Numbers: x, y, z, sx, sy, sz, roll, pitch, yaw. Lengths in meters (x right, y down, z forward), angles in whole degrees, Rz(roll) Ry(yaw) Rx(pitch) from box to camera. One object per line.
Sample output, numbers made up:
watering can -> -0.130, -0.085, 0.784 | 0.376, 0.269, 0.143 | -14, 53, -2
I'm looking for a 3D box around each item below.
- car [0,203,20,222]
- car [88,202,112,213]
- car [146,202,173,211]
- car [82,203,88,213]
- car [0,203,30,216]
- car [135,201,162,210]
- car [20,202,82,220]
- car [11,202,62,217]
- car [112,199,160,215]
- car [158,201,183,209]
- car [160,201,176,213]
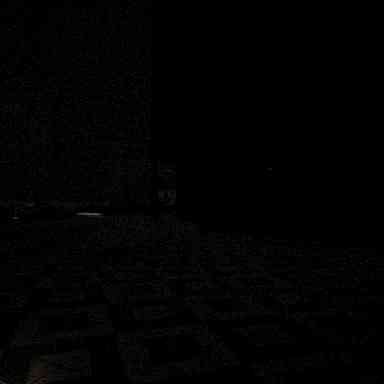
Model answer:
car -> -16.468, 1.774, 26.214 | 1.947, 1.339, 4.313 | -1, -2, 35
car -> -10.929, 2.012, 44.045 | 1.812, 1.442, 4.674 | 0, -1, 35
car -> -5.071, 2.217, 52.198 | 1.994, 1.385, 4.181 | 0, -1, 37
car -> -13.576, 2.016, 44.955 | 1.887, 1.381, 4.507 | -1, -2, 35
car -> -20.128, 1.842, 35.765 | 2.008, 1.369, 4.403 | -1, -1, 35
car -> -7.024, 2.210, 54.144 | 2.008, 1.369, 4.403 | -1, -2, 35
car -> -13.094, 1.824, 30.948 | 1.752, 1.417, 4.829 | -1, -2, 35
car -> -16.714, 1.852, 35.949 | 1.812, 1.442, 4.674 | 0, -1, 36
car -> -6.640, 1.791, 40.006 | 2.192, 1.841, 5.009 | -1, -2, 35
car -> -3.747, 2.305, 58.739 | 2.008, 1.369, 4.403 | -1, -2, 35
car -> -3.363, 2.114, 44.595 | 1.887, 1.381, 4.507 | -1, -2, 35
